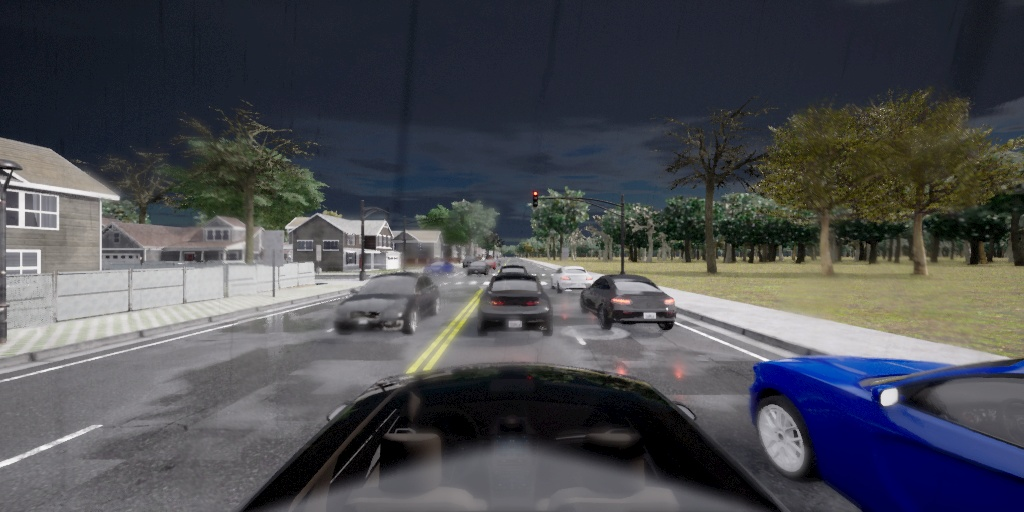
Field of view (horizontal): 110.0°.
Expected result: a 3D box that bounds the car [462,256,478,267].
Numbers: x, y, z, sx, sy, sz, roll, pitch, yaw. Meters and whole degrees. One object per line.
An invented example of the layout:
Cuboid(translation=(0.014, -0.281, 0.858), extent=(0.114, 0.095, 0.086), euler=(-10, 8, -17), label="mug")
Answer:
Cuboid(translation=(-6.543, 0.956, 57.327), extent=(2.150, 2.045, 5.566), euler=(0, 0, 0), label="car")

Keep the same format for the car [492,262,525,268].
Cuboid(translation=(0.069, 1.255, 19.742), extent=(1.837, 1.490, 4.892), euler=(0, 0, 0), label="car")

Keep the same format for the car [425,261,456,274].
Cuboid(translation=(-7.568, 1.272, 38.196), extent=(1.812, 1.442, 4.674), euler=(0, 0, 16), label="car")

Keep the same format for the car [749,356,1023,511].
Cuboid(translation=(3.350, 1.228, 1.649), extent=(1.882, 1.535, 5.008), euler=(0, 0, 0), label="car")

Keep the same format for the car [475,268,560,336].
Cuboid(translation=(0.088, 1.255, 10.326), extent=(1.837, 1.490, 4.892), euler=(0, 0, 0), label="car")

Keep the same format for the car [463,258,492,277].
Cuboid(translation=(-3.326, 1.225, 35.755), extent=(1.882, 1.535, 5.008), euler=(0, 0, 0), label="car")

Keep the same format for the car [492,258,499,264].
Cuboid(translation=(-3.304, 1.214, 51.229), extent=(1.882, 1.535, 5.008), euler=(0, 0, 0), label="car")

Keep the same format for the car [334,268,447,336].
Cuboid(translation=(-3.345, 1.257, 10.501), extent=(1.837, 1.490, 4.892), euler=(0, 0, 0), label="car")

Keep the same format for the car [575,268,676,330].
Cuboid(translation=(3.339, 1.276, 10.964), extent=(1.812, 1.442, 4.674), euler=(0, 0, 0), label="car")

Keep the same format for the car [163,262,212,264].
Cuboid(translation=(-28.871, 1.322, 30.819), extent=(4.674, 1.442, 1.812), euler=(0, 0, 0), label="car")

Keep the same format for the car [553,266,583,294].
Cuboid(translation=(3.322, 1.276, 20.069), extent=(1.812, 1.442, 4.674), euler=(0, 0, 0), label="car")
